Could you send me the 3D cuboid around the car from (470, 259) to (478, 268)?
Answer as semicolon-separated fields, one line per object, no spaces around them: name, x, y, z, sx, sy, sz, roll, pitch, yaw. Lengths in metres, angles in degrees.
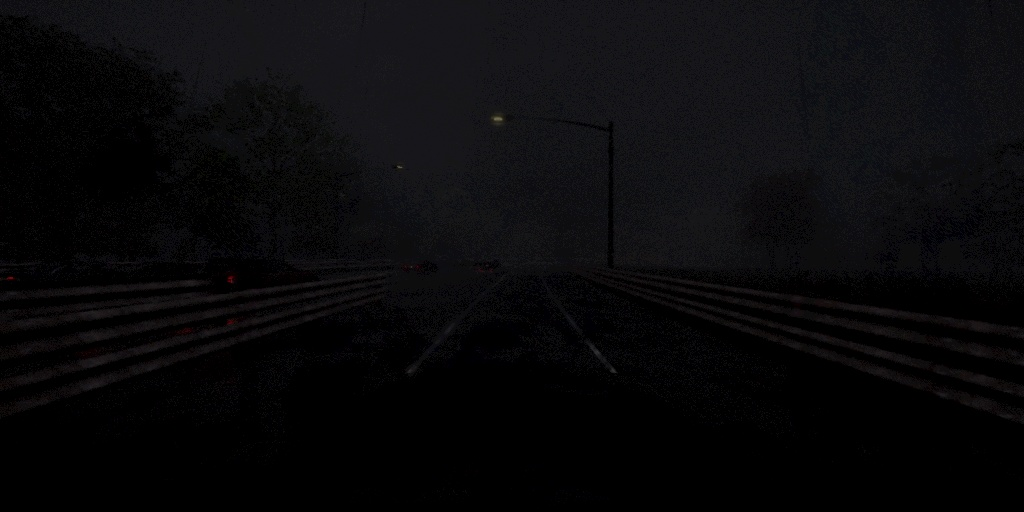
car;-4.713;1.064;57.982;1.882;1.535;5.008;0;0;12

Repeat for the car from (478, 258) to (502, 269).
car;-2.855;1.103;49.909;1.812;1.442;4.674;0;0;12

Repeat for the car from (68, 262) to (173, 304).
car;-13.046;0.986;13.913;1.837;1.490;4.892;0;0;9

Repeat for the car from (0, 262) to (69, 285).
car;-16.571;0.959;14.041;2.128;1.511;4.902;0;0;9

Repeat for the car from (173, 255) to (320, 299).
car;-9.534;0.843;13.736;2.097;1.767;4.553;0;0;9

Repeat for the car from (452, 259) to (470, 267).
car;-8.220;1.140;58.297;1.994;1.385;4.181;0;0;12

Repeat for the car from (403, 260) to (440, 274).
car;-9.099;1.080;36.559;2.033;1.411;5.357;0;0;11
